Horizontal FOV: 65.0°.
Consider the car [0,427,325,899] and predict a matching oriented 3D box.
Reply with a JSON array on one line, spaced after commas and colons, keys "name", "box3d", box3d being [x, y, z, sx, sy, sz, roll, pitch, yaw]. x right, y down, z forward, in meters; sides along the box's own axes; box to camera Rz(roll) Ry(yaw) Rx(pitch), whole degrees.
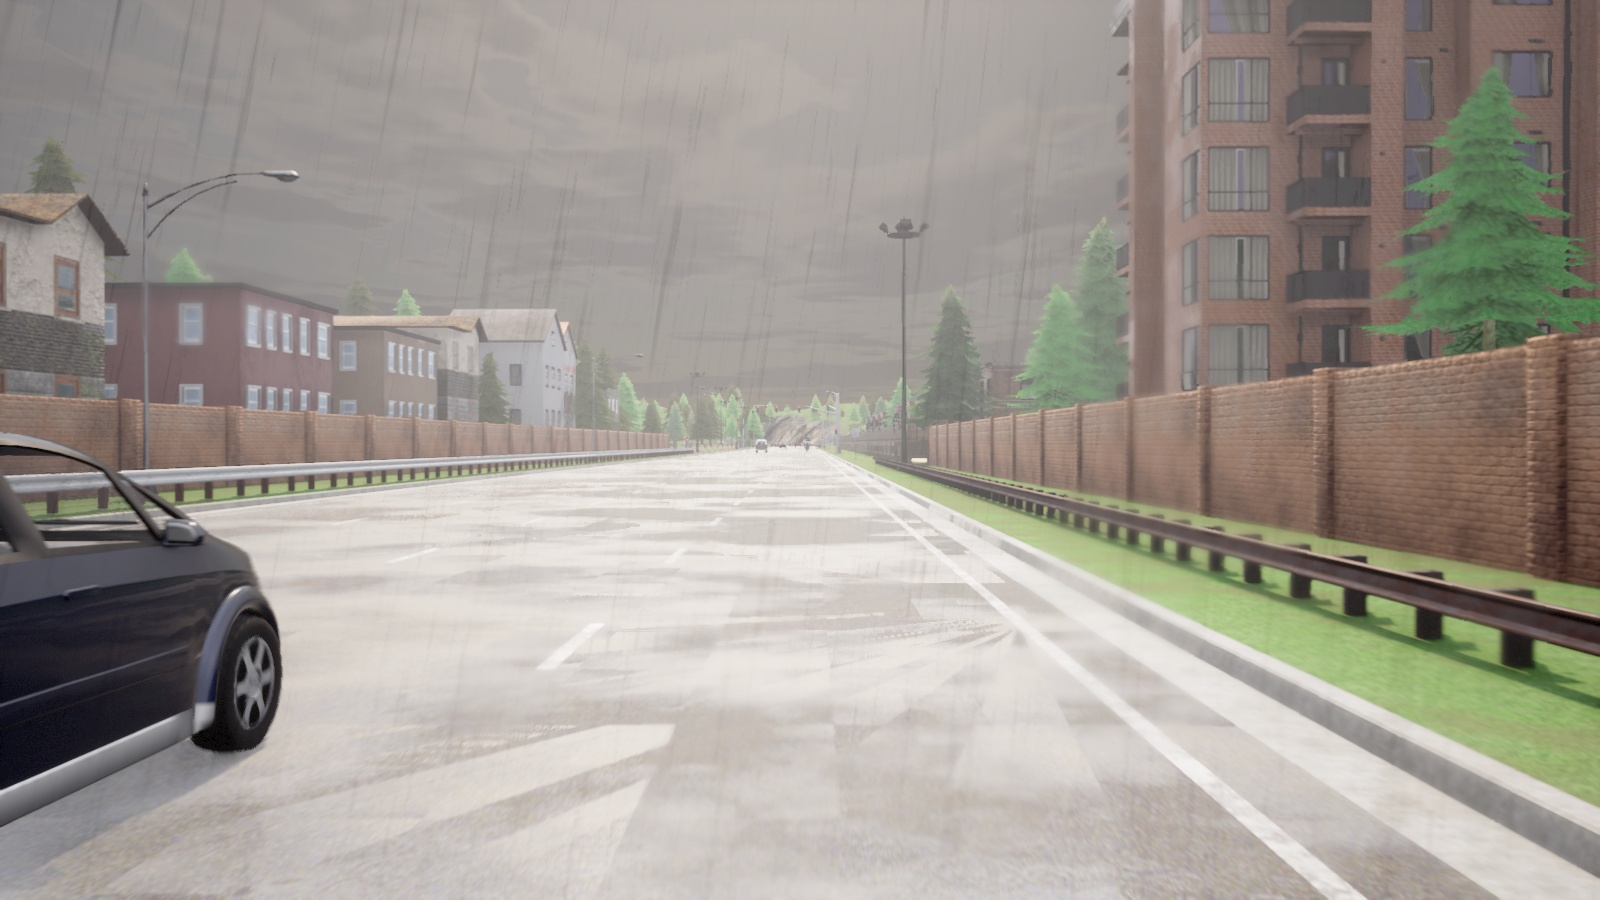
[{"name": "car", "box3d": [-3.457, 0.695, 4.900, 1.789, 1.549, 3.705, 0, 0, 0]}]
